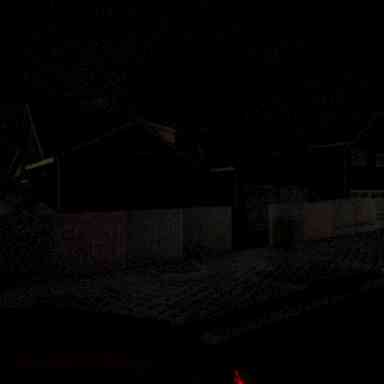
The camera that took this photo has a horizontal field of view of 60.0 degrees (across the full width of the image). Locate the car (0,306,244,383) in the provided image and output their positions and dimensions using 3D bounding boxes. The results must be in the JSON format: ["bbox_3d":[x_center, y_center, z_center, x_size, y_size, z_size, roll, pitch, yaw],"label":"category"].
[{"bbox_3d":[-1.583,1.566,1.932,4.181,1.385,1.994,-1,0,-35],"label":"car"}]
